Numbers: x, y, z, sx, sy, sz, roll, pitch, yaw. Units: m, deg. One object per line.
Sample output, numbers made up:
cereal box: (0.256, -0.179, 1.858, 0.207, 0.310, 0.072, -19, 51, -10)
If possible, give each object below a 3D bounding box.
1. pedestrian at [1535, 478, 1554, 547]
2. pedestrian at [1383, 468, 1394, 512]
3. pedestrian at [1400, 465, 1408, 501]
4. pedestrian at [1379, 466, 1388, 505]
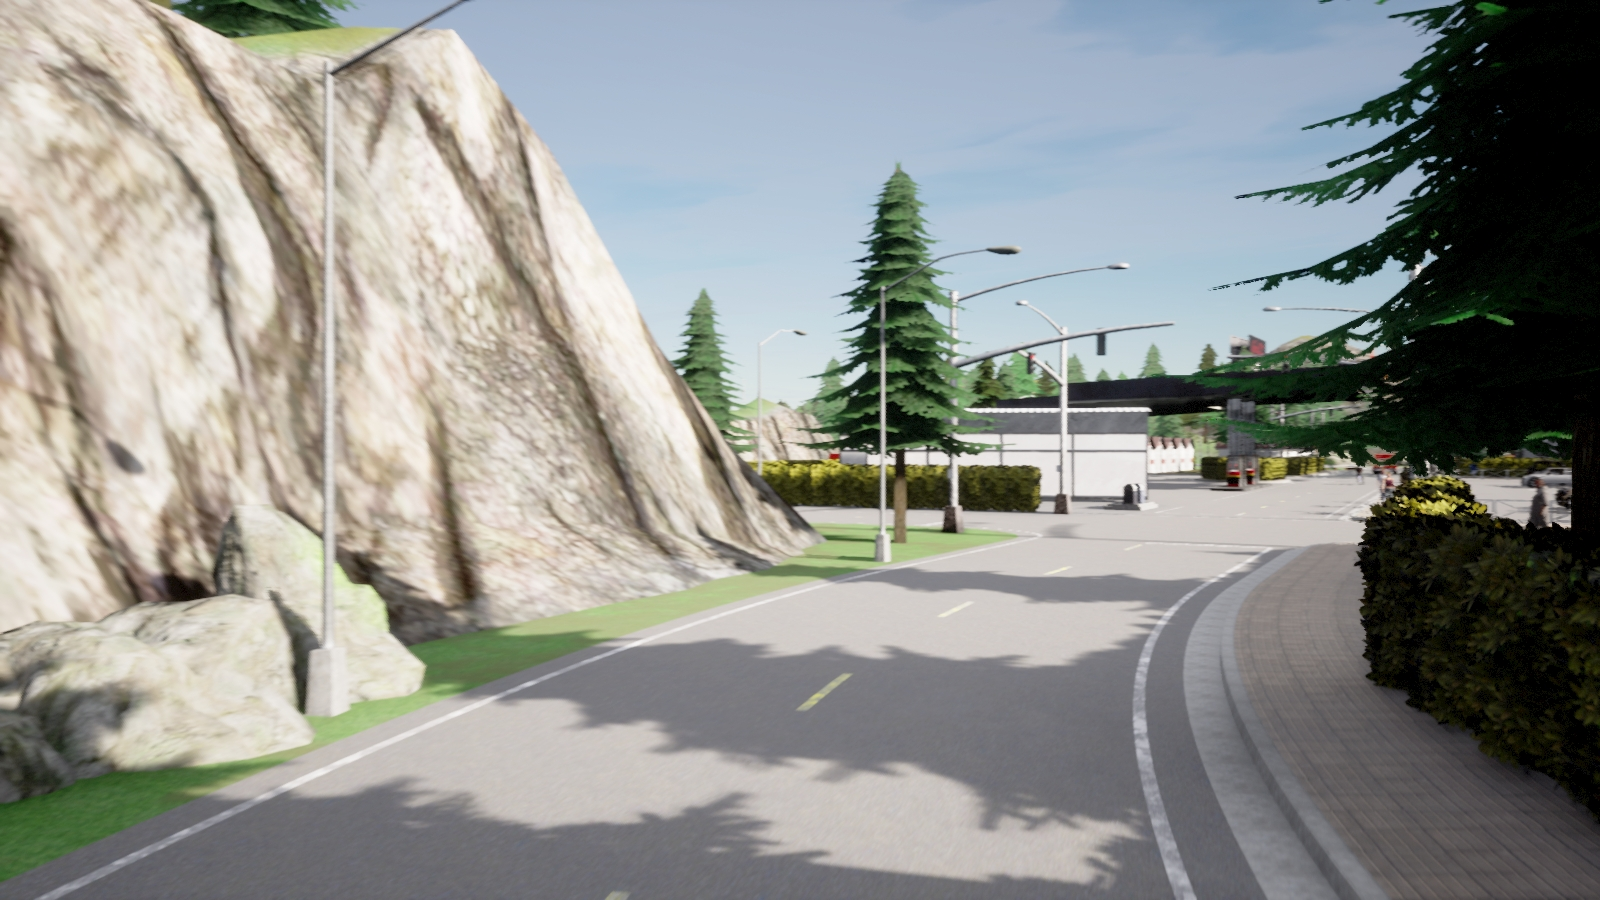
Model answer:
pedestrian: (20.441, 1.713, 31.369, 0.375, 1.860, 0.375, 0, 0, 25)
pedestrian: (25.157, 1.717, 48.864, 0.375, 1.860, 0.375, 0, 0, 23)
pedestrian: (31.739, 1.722, 60.051, 0.375, 1.860, 0.375, 0, 0, 31)
pedestrian: (28.236, 1.720, 55.310, 0.375, 1.860, 0.375, 0, 0, 28)
